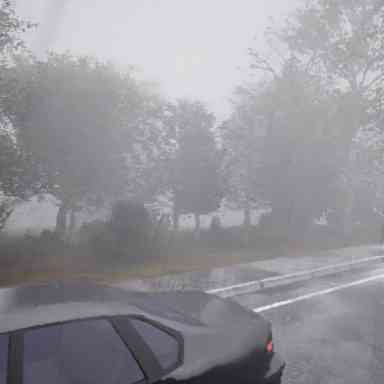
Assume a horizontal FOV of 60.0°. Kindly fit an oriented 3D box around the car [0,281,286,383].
[{"bbox_3d":[-1.606,1.548,2.539,5.357,1.411,2.033,1,0,-35],"label":"car"}]
